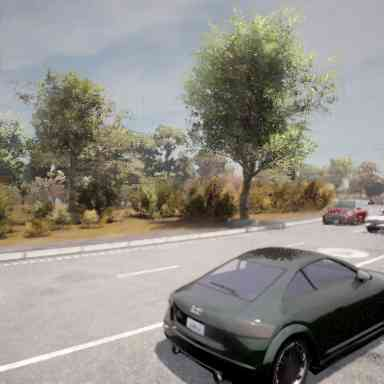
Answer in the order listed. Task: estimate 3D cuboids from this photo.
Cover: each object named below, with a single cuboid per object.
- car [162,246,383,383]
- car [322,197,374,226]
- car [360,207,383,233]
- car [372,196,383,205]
[{"bbox_3d":[1.632,1.579,5.208,4.181,1.385,1.994,0,0,-37],"label":"car"},{"bbox_3d":[11.047,1.401,23.773,2.097,1.767,4.553,0,0,42],"label":"car"},{"bbox_3d":[11.653,1.641,19.224,1.895,1.301,4.718,0,0,44],"label":"car"},{"bbox_3d":[32.709,1.442,58.675,2.097,1.767,4.553,0,0,21],"label":"car"}]
